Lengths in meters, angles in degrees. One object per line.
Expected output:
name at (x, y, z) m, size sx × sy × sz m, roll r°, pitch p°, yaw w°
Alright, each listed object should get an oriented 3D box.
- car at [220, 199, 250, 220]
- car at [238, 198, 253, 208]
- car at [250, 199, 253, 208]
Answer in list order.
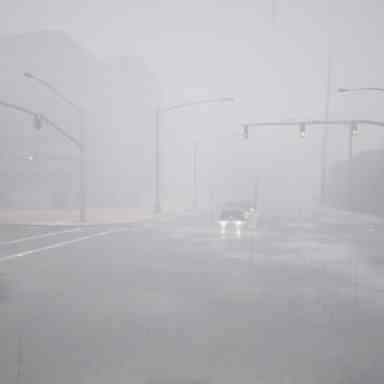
car at (3.648, 1.550, 29.019) m, size 2.033 × 1.411 × 5.357 m, roll 0°, pitch 0°, yaw 12°
car at (7.832, 1.605, 48.264) m, size 1.895 × 1.301 × 4.718 m, roll 0°, pitch 0°, yaw 13°
car at (5.706, 1.567, 38.506) m, size 1.994 × 1.385 × 4.181 m, roll 0°, pitch 0°, yaw 12°
